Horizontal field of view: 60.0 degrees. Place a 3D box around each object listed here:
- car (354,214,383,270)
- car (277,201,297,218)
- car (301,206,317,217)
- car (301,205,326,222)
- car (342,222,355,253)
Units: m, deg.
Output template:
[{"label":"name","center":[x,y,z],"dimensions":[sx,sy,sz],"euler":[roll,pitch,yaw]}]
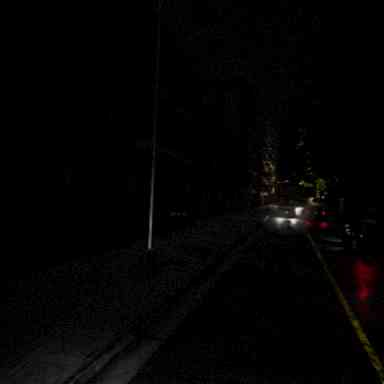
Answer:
[{"label":"car","center":[6.650,1.604,9.850],"dimensions":[2.150,2.045,5.566],"euler":[2,-1,16]},{"label":"car","center":[12.045,2.144,42.168],"dimensions":[2.150,2.045,5.566],"euler":[2,-1,16]},{"label":"car","center":[16.994,2.767,48.459],"dimensions":[1.994,1.385,4.181],"euler":[2,-1,16]},{"label":"car","center":[13.873,2.310,37.627],"dimensions":[2.097,1.767,4.553],"euler":[2,-1,17]},{"label":"car","center":[8.313,2.030,15.576],"dimensions":[1.812,1.442,4.674],"euler":[2,-1,16]}]
